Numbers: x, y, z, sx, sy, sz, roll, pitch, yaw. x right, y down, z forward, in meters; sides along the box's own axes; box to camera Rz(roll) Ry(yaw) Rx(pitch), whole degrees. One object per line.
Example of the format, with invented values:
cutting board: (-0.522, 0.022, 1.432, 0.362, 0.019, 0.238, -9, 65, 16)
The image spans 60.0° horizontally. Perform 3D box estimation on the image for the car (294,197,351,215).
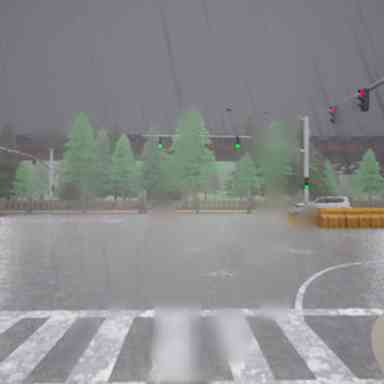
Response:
car: (13.547, 1.516, 34.546, 5.566, 2.045, 2.150, 0, 0, -2)
